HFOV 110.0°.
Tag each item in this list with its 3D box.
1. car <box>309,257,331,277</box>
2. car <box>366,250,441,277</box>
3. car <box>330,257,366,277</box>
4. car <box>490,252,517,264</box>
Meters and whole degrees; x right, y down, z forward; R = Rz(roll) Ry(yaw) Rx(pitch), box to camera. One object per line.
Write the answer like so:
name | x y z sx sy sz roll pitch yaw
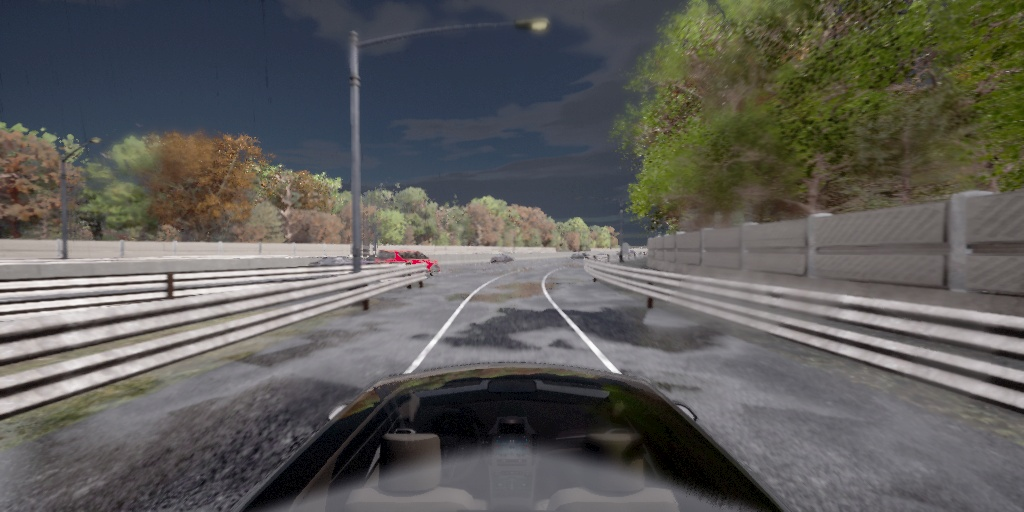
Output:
car | -14.057 0.849 29.289 2.128 1.511 4.902 0 1 25
car | -7.619 0.598 26.516 2.150 2.045 5.566 1 1 26
car | -10.856 0.909 27.875 2.033 1.411 5.357 0 1 26
car | -1.395 0.462 55.654 2.033 1.411 5.357 0 1 26
